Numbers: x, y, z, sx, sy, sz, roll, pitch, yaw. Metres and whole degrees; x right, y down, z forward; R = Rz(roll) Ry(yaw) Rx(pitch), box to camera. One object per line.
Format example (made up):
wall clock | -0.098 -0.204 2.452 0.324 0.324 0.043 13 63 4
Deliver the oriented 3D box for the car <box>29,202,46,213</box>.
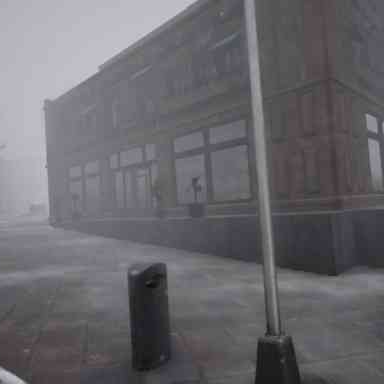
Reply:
car | -21.634 2.139 46.655 1.882 1.535 5.008 -2 -1 -26
